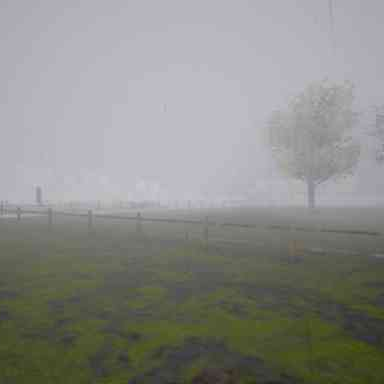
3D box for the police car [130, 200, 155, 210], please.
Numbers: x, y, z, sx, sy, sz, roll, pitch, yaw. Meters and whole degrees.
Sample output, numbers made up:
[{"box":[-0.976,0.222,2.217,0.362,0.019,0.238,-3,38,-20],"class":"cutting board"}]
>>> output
[{"box":[-8.538,2.158,57.289,1.930,1.638,5.238,-2,-2,36],"class":"police car"}]
